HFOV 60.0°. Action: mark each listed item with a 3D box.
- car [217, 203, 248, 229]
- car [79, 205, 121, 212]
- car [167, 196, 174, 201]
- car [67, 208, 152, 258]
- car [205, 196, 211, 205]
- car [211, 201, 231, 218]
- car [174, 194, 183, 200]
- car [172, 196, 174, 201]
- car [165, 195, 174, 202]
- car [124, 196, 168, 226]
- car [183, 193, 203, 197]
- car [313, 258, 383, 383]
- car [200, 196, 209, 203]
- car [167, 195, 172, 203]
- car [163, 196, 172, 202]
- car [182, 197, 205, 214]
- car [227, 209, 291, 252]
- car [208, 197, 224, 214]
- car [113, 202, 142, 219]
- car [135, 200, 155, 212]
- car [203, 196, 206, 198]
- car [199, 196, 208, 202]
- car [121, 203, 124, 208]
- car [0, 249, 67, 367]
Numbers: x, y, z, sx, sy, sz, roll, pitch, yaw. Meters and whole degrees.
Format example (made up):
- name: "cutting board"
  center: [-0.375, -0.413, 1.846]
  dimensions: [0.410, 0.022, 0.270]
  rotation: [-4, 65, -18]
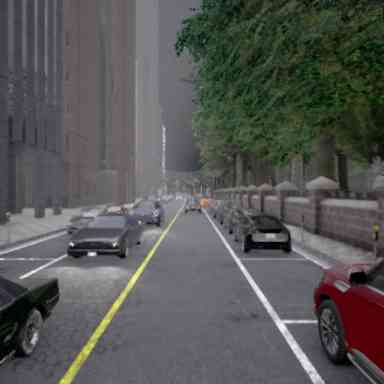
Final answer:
- name: "car"
  center: [2.766, 1.582, 19.191]
  dimensions: [2.008, 1.369, 4.403]
  rotation: [0, 0, 0]
- name: "car"
  center: [-5.759, 1.581, 19.185]
  dimensions: [2.008, 1.369, 4.403]
  rotation: [0, 0, 0]
- name: "car"
  center: [-5.746, 1.690, 89.956]
  dimensions: [1.752, 1.417, 4.829]
  rotation: [0, 0, 0]
- name: "car"
  center: [-3.092, 1.568, 13.078]
  dimensions: [2.033, 1.411, 5.357]
  rotation: [0, 0, 1]
- name: "car"
  center: [2.769, 1.497, 35.561]
  dimensions: [1.967, 1.590, 4.097]
  rotation: [0, 0, 0]
- name: "car"
  center: [2.767, 1.590, 24.648]
  dimensions: [2.008, 1.369, 4.403]
  rotation: [0, 0, 0]
- name: "car"
  center: [-2.985, 1.513, 78.269]
  dimensions: [1.812, 1.442, 4.674]
  rotation: [0, 0, 0]
- name: "car"
  center: [-5.749, 1.680, 73.756]
  dimensions: [2.008, 1.369, 4.403]
  rotation: [0, 0, 0]
- name: "car"
  center: [-5.747, 1.593, 84.670]
  dimensions: [1.967, 1.590, 4.097]
  rotation: [0, 0, 0]
- name: "car"
  center: [-3.084, 1.389, 23.353]
  dimensions: [2.097, 1.767, 4.553]
  rotation: [0, 0, 0]
- name: "car"
  center: [0.108, 1.429, 48.186]
  dimensions: [2.097, 1.767, 4.553]
  rotation: [0, 0, 0]
- name: "car"
  center: [2.763, 1.321, 2.822]
  dimensions: [2.192, 1.841, 5.009]
  rotation: [0, 0, 0]
- name: "car"
  center: [2.776, 1.656, 73.926]
  dimensions: [1.752, 1.417, 4.829]
  rotation: [0, 0, 0]
- name: "car"
  center: [-5.750, 1.558, 68.299]
  dimensions: [1.967, 1.590, 4.097]
  rotation: [0, 0, 0]
- name: "car"
  center: [-5.748, 1.686, 79.213]
  dimensions: [1.887, 1.381, 4.507]
  rotation: [0, 0, 0]
- name: "car"
  center: [0.111, 1.606, 36.937]
  dimensions: [2.033, 1.411, 5.357]
  rotation: [0, 0, 0]
- name: "car"
  center: [2.765, 1.588, 13.734]
  dimensions: [1.947, 1.339, 4.313]
  rotation: [0, 0, 0]
- name: "car"
  center: [2.768, 1.488, 30.104]
  dimensions: [1.967, 1.590, 4.097]
  rotation: [0, 0, 0]
- name: "car"
  center: [-5.757, 1.629, 30.099]
  dimensions: [1.802, 1.307, 4.206]
  rotation: [0, 0, 0]
- name: "car"
  center: [-5.755, 1.647, 41.013]
  dimensions: [1.802, 1.307, 4.206]
  rotation: [0, 0, 0]
- name: "car"
  center: [2.397, 1.443, 53.448]
  dimensions: [2.097, 1.767, 4.553]
  rotation: [0, 0, 0]
- name: "car"
  center: [2.777, 1.708, 79.213]
  dimensions: [1.947, 1.339, 4.313]
  rotation: [0, 0, 0]
- name: "car"
  center: [-5.758, 1.621, 24.642]
  dimensions: [1.802, 1.307, 4.206]
  rotation: [0, 0, 0]
- name: "car"
  center: [-3.099, 1.607, 3.260]
  dimensions: [1.895, 1.301, 4.718]
  rotation: [0, 0, 0]
